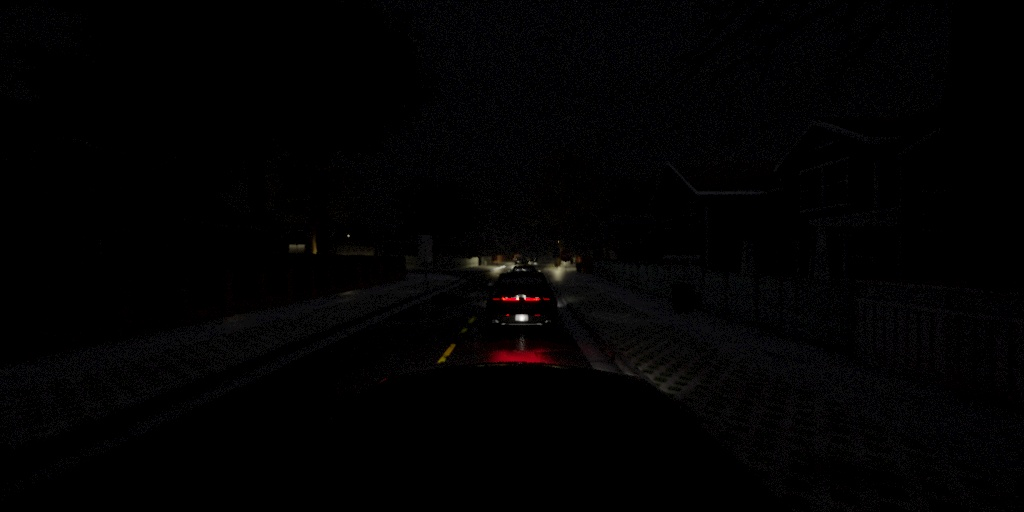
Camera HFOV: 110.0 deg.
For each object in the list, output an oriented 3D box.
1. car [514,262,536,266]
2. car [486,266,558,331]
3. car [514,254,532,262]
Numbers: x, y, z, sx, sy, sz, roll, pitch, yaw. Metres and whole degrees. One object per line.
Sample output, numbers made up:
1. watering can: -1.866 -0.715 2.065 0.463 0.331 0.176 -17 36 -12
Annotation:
1. car: 0.647 1.220 19.731 1.994 1.385 4.181 0 0 3
2. car: 0.293 1.206 10.833 1.837 1.490 4.892 0 0 2
3. car: 1.538 0.800 59.100 2.128 1.511 4.902 0 1 9
